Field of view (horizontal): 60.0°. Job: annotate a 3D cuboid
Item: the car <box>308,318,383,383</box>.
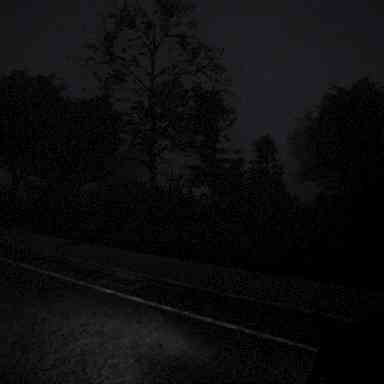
[{"bbox_3d":[3.196,1.500,1.812,4.902,1.511,2.128,0,0,35],"label":"car"}]
